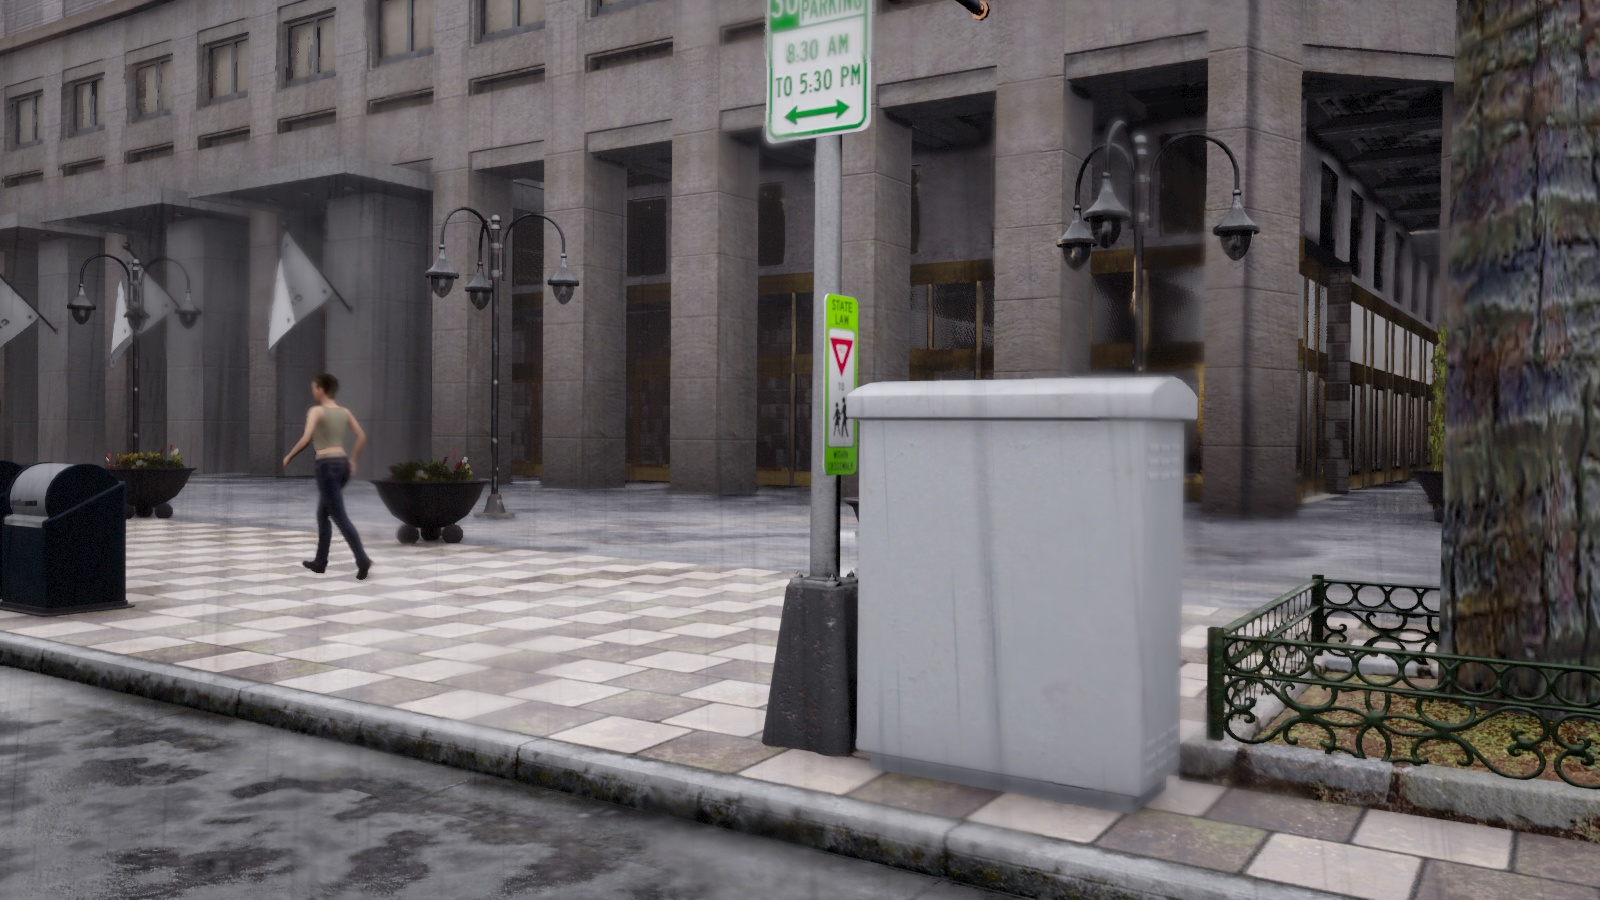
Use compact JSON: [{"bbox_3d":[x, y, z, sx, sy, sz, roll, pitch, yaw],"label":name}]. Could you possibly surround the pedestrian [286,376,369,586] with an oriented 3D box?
[{"bbox_3d":[-4.239,0.272,11.274,0.594,1.836,0.345,0,1,20],"label":"pedestrian"}]
